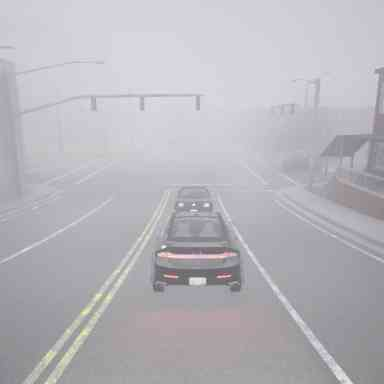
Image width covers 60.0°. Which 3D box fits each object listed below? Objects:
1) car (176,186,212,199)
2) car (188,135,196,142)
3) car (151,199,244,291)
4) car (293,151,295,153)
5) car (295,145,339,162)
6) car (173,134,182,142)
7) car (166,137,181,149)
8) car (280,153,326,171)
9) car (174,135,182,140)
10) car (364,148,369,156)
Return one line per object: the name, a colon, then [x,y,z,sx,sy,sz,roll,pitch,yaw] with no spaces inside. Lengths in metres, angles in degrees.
car: [0.095,0.329,18.036,1.895,1.301,4.718,0,8,0]
car: [0.046,-12.639,78.373,1.994,1.385,4.181,0,12,0]
car: [0.104,1.221,8.332,2.128,1.511,4.902,0,4,0]
car: [15.995,-5.487,44.914,4.553,1.767,2.097,0,12,0]
car: [15.827,-4.735,41.497,4.553,1.767,2.097,0,12,0]
car: [-3.453,-12.831,79.004,1.837,1.490,4.892,0,12,0]
car: [-3.535,-8.503,59.350,1.837,1.490,4.892,0,12,0]
car: [11.365,-2.985,34.528,4.181,1.385,1.994,0,12,0]
car: [-3.459,-10.615,69.173,1.994,1.385,4.181,0,12,0]
car: [26.321,-5.607,44.847,5.566,2.045,2.150,0,12,0]
